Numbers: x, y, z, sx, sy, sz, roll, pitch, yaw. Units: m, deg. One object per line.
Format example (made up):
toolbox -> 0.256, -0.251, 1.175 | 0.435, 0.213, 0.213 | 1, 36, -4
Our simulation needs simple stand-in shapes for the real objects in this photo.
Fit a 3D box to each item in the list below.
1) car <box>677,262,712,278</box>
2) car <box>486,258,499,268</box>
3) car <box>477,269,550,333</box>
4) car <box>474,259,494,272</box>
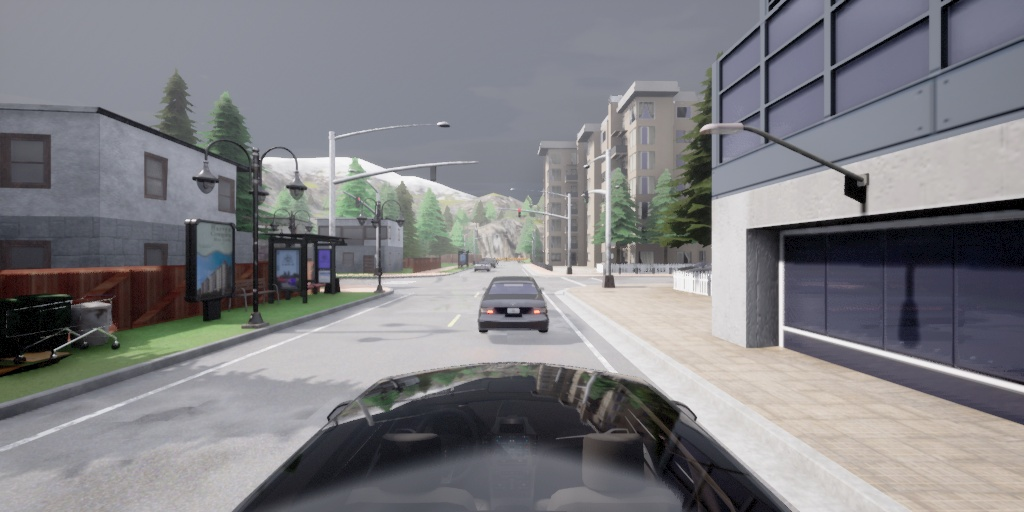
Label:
car -> 16.601, 1.256, 30.700 | 4.902, 1.511, 2.128 | 0, 0, -2
car -> -3.753, 1.100, 58.953 | 2.097, 1.767, 4.553 | 0, 0, 0
car -> 0.041, 1.297, 10.701 | 2.033, 1.411, 5.357 | 0, 0, 0
car -> -3.731, 1.350, 45.410 | 1.895, 1.301, 4.718 | 0, 0, 0
